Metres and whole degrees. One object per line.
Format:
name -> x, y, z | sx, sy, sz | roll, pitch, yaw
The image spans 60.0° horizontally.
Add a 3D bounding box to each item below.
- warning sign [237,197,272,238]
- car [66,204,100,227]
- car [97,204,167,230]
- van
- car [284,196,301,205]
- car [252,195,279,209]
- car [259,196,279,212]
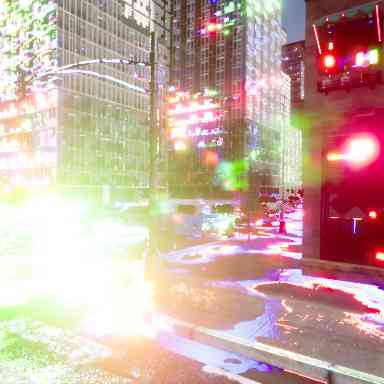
warning sign -> 3.048, 1.177, 16.147 | 1.300, 1.860, 1.060 | 1, 1, 35
car -> -6.084, 1.467, 21.871 | 1.947, 1.339, 4.313 | 1, 1, 35
car -> -3.374, 1.539, 21.221 | 1.895, 1.301, 4.718 | 1, 1, 35
van -> 0.763, 1.368, 17.034 | 1.690, 1.788, 3.998 | 1, 1, 35
car -> 16.160, 1.364, 53.365 | 1.752, 1.417, 4.829 | 1, 1, 35
car -> 9.875, 1.293, 44.465 | 1.967, 1.590, 4.097 | 1, 1, 35
car -> 8.474, 1.427, 37.971 | 1.812, 1.442, 4.674 | 1, 1, 35
